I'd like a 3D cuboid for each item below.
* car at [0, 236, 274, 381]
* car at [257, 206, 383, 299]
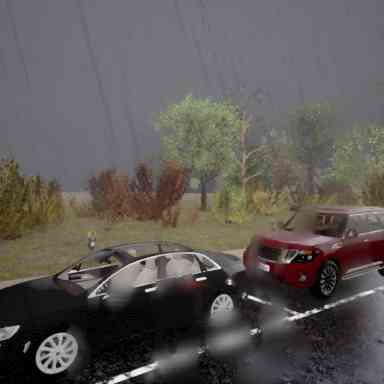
[{"bbox_3d":[-0.987,1.551,5.382,4.403,1.369,2.008,0,1,-35],"label":"car"},{"bbox_3d":[3.622,1.317,8.656,5.009,1.841,2.192,0,1,-35],"label":"car"}]
